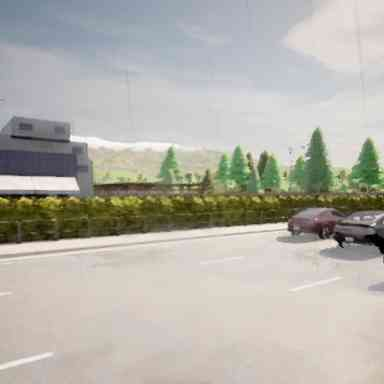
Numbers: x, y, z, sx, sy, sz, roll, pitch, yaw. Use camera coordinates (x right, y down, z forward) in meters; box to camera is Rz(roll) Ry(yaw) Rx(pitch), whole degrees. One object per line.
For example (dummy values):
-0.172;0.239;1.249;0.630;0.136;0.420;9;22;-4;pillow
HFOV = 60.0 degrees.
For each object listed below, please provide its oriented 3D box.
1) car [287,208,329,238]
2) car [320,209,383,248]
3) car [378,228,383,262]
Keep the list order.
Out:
6.886;1.561;17.280;4.674;1.442;1.812;0;0;-36;car
7.747;1.525;13.592;4.902;1.511;2.128;0;0;-35;car
7.181;1.626;8.906;4.718;1.301;1.895;0;0;-35;car
